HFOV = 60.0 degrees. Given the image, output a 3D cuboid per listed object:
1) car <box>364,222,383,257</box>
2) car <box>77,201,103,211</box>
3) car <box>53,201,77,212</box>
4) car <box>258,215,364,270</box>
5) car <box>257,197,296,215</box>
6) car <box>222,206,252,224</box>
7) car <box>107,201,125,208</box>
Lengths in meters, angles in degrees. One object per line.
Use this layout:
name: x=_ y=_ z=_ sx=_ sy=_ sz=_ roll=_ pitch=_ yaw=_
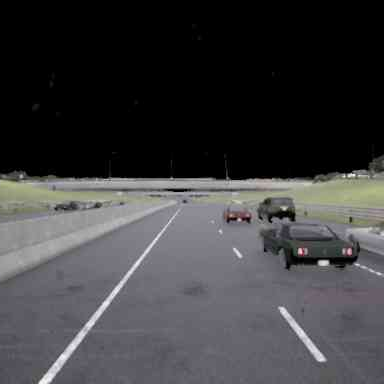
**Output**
car: x=7.087 y=1.661 z=11.304 sx=1.895 sy=1.301 sz=4.718 roll=0 pitch=0 yaw=0
car: x=-14.291 y=1.987 z=48.021 sx=2.128 sy=1.511 sz=4.902 roll=0 pitch=-1 yaw=0
car: x=-17.780 y=2.030 z=47.214 sx=2.033 sy=1.411 sz=5.357 roll=0 pitch=-1 yaw=0
car: x=3.587 y=1.661 z=11.279 sx=1.895 sy=1.301 sz=4.718 roll=0 pitch=0 yaw=0
car: x=7.024 y=1.440 z=28.025 sx=2.150 sy=2.045 sz=5.566 roll=0 pitch=-1 yaw=0
car: x=3.529 y=1.808 z=27.060 sx=1.895 sy=1.301 sz=4.718 roll=0 pitch=-1 yaw=0
car: x=-10.791 y=1.965 z=47.588 sx=1.882 sy=1.535 sz=5.008 roll=0 pitch=-1 yaw=0
